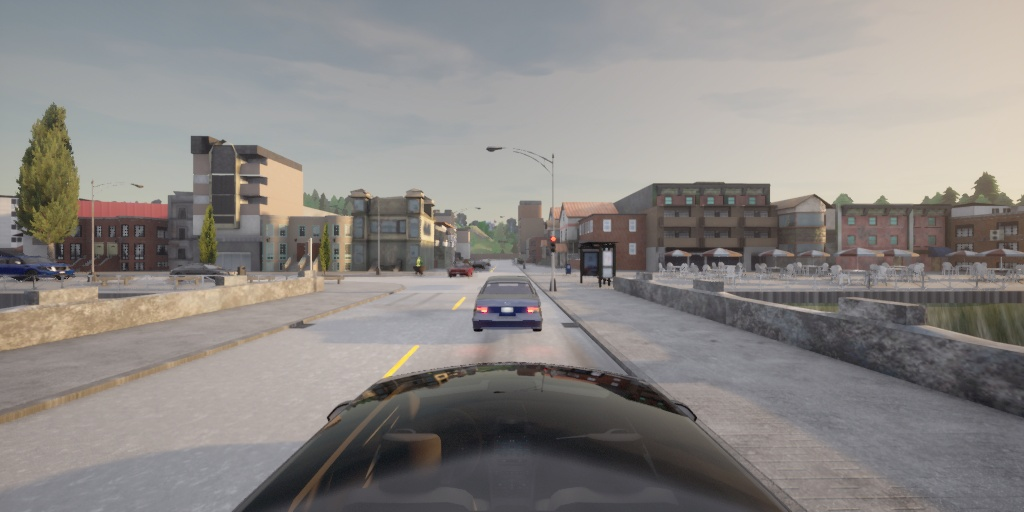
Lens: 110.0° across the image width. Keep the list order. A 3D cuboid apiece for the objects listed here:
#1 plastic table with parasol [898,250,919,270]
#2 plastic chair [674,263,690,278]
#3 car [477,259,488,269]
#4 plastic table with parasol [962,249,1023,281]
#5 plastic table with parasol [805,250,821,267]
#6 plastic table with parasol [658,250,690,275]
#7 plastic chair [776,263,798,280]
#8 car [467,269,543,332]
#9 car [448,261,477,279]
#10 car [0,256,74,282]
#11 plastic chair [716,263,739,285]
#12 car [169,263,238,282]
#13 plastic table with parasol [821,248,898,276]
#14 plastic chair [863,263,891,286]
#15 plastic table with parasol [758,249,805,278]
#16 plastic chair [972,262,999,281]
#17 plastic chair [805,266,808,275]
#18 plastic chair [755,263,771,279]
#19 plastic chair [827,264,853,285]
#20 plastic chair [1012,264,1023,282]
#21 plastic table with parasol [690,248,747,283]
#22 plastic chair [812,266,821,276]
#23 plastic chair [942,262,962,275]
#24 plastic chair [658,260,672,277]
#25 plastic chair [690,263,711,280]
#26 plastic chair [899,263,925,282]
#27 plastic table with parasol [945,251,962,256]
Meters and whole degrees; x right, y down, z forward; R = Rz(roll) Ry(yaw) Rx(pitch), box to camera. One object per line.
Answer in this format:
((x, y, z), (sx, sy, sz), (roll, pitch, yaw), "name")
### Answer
((30.058, 0.675, 28.222), (2.482, 2.480, 2.482), (0, 0, -1), "plastic table with parasol")
((15.285, 1.279, 32.109), (0.750, 1.272, 0.730), (0, 0, -1), "plastic chair")
((-4.945, 1.351, 52.895), (1.895, 1.301, 4.718), (0, 0, -1), "car")
((37.353, 0.675, 27.368), (2.482, 2.480, 2.482), (0, 0, -1), "plastic table with parasol")
((29.666, 0.675, 35.307), (2.482, 2.480, 2.482), (0, 0, -1), "plastic table with parasol")
((15.385, 0.675, 33.391), (2.482, 2.480, 2.482), (0, 0, -1), "plastic table with parasol")
((22.333, 1.279, 29.120), (0.750, 1.272, 0.730), (0, 0, -1), "plastic chair")
((-0.119, 1.297, 10.834), (2.033, 1.411, 5.357), (0, 0, 0), "car")
((-4.630, 1.351, 32.837), (1.895, 1.301, 4.718), (0, 0, -1), "car")
((-38.199, 0.974, 28.210), (5.566, 2.045, 2.150), (0, 0, -1), "car")
((14.609, 1.279, 24.297), (0.750, 1.272, 0.730), (0, 0, -1), "plastic chair")
((-24.344, 1.276, 28.442), (4.674, 1.442, 1.812), (0, 0, -1), "car")
((23.410, 0.675, 24.287), (2.482, 2.480, 2.482), (0, 0, -1), "plastic table with parasol")
((23.331, 1.279, 22.935), (0.750, 1.272, 0.730), (0, 0, -1), "plastic chair")
((22.412, 0.675, 30.472), (2.482, 2.480, 2.482), (0, 0, -1), "plastic table with parasol")
((36.224, 1.279, 27.438), (0.730, 1.272, 0.750), (0, 0, -1), "plastic chair")
((28.236, 1.279, 35.315), (0.730, 1.272, 0.750), (0, 0, -1), "plastic chair")
((21.211, 1.279, 30.503), (0.730, 1.272, 0.750), (0, 0, -1), "plastic chair")
((22.209, 1.279, 24.318), (0.730, 1.272, 0.750), (0, 0, -1), "plastic chair")
((37.384, 1.279, 26.058), (0.750, 1.272, 0.730), (0, 0, -1), "plastic chair")
((14.759, 0.675, 25.560), (2.482, 2.480, 2.482), (0, 0, -1), "plastic table with parasol")
((29.358, 1.279, 33.932), (0.750, 1.272, 0.730), (0, 0, -1), "plastic chair")
((44.916, 1.279, 36.679), (0.730, 1.272, 0.750), (0, 0, -1), "plastic chair")
((14.163, 1.279, 33.491), (0.730, 1.272, 0.750), (0, 0, -1), "plastic chair")
((13.487, 1.279, 25.680), (0.730, 1.272, 0.750), (0, 0, -1), "plastic chair")
((30.069, 1.279, 26.942), (0.750, 1.272, 0.730), (0, 0, -1), "plastic chair")
((46.118, 0.675, 36.578), (2.482, 2.480, 2.482), (0, 0, -1), "plastic table with parasol")
